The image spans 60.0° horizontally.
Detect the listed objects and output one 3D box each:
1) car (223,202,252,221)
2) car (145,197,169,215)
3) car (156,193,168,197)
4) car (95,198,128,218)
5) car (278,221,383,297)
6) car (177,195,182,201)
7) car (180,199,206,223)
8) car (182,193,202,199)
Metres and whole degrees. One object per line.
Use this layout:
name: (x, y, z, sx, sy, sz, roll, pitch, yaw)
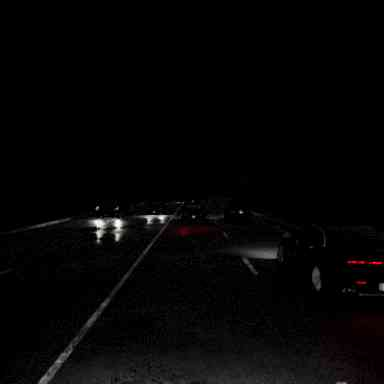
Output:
car: (3.600, 1.535, 26.933, 2.033, 1.411, 5.357, 0, 0, 0)
car: (-3.592, 1.531, 34.324, 2.033, 1.411, 5.357, 0, 0, 0)
car: (-6.248, 1.185, 69.859, 2.150, 2.045, 5.566, 0, 0, 4)
car: (-7.092, 1.338, 29.650, 2.097, 1.767, 4.553, 0, 0, 0)
car: (3.602, 1.501, 8.563, 1.837, 1.490, 4.892, 0, 0, 0)
car: (-2.255, 1.359, 75.644, 2.033, 1.411, 5.357, 0, 0, 5)
car: (0.105, 1.514, 25.042, 1.812, 1.442, 4.674, 0, 0, 0)
car: (0.115, 1.201, 43.057, 2.150, 2.045, 5.566, 0, 0, 0)
